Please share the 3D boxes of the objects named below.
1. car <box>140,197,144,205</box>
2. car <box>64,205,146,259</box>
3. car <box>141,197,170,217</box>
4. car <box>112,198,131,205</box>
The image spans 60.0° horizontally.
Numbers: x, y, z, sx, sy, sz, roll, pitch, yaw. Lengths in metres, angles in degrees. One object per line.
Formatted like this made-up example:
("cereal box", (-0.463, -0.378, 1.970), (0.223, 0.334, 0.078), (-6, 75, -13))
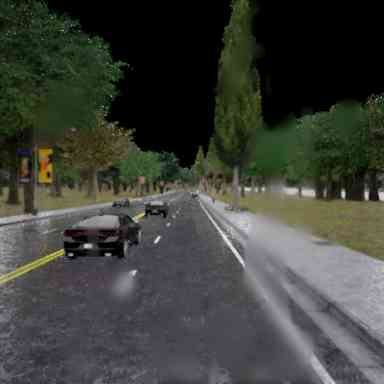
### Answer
("car", (-6.579, 1.466, 49.437), (2.128, 1.511, 4.902), (0, 0, 0))
("car", (-3.152, 1.482, 12.582), (1.882, 1.535, 5.008), (0, 0, 0))
("car", (-3.156, 1.473, 30.813), (1.882, 1.535, 5.008), (0, 0, 0))
("car", (-9.842, 1.527, 46.828), (2.033, 1.411, 5.357), (0, 0, 0))
